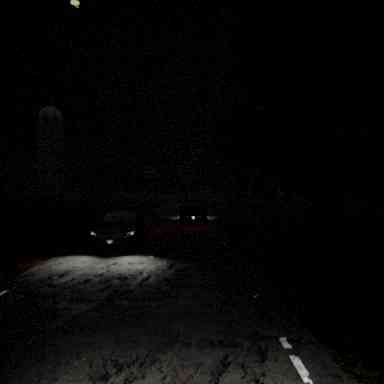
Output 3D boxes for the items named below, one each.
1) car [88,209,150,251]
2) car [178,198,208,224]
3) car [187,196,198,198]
[{"bbox_3d":[-2.860,1.447,13.889,1.812,1.442,4.674,0,0,0],"label":"car"},{"bbox_3d":[0.083,1.379,23.621,1.837,1.490,4.892,0,0,0],"label":"car"},{"bbox_3d":[0.049,1.285,41.975,2.128,1.511,4.902,0,0,0],"label":"car"}]
